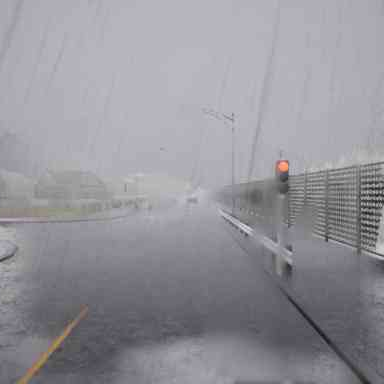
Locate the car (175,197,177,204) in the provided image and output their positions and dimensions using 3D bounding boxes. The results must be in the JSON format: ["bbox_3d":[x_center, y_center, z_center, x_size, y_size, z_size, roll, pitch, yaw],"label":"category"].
[{"bbox_3d":[-4.056,1.477,65.466,1.882,1.535,5.008,0,0,1],"label":"car"}]

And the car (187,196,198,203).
[{"bbox_3d":[0.086,1.477,67.088,1.882,1.535,5.008,0,0,0],"label":"car"}]

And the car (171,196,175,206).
[{"bbox_3d":[-4.107,1.564,50.616,1.994,1.385,4.181,0,0,0],"label":"car"}]

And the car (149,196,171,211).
[{"bbox_3d":[-4.108,1.491,40.679,2.128,1.511,4.902,0,0,0],"label":"car"}]

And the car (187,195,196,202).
[{"bbox_3d":[-0.022,1.540,77.431,2.033,1.411,5.357,0,0,0],"label":"car"}]
